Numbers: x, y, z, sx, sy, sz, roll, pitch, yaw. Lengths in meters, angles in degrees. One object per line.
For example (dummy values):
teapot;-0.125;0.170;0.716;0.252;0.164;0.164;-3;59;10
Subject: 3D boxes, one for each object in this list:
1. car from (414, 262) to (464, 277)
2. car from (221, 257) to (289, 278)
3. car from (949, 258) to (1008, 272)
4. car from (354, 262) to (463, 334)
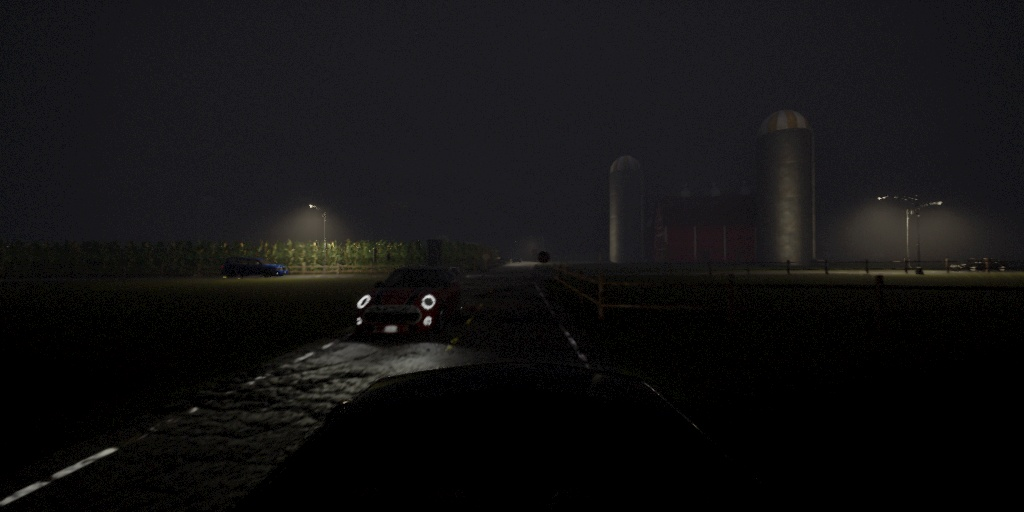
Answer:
car;-7.333;1.326;36.367;4.674;1.442;1.812;0;-1;-3
car;-25.157;1.186;35.190;5.566;2.045;2.150;2;-1;-5
car;50.466;0.948;38.909;4.892;1.490;1.837;0;-1;3
car;-2.777;1.100;10.553;2.097;1.767;4.553;0;0;1
